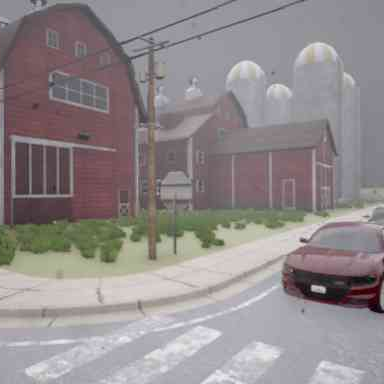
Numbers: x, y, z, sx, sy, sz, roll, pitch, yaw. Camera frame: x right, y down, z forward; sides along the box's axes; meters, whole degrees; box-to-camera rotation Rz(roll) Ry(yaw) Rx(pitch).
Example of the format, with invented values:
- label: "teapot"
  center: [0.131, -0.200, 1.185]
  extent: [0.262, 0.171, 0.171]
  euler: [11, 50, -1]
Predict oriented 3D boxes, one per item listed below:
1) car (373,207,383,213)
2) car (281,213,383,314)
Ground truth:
- label: "car"
  center: [9.803, 1.517, 16.435]
  extent: [1.837, 1.490, 4.892]
  euler: [-1, 0, 34]
- label: "car"
  center: [3.833, 1.489, 8.000]
  extent: [1.882, 1.535, 5.008]
  euler: [-1, 0, 38]
